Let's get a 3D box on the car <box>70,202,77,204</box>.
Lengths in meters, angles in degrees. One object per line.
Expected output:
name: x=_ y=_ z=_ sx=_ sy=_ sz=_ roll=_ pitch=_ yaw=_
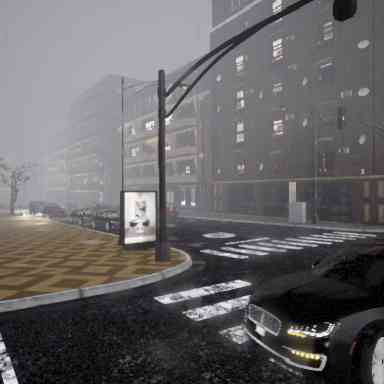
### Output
car: x=-21.585 y=2.423 z=59.647 sx=1.802 sy=1.307 sz=4.206 roll=-2 pitch=0 yaw=-36

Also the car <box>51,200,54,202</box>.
car: x=-25.430 y=2.469 z=60.555 sx=1.994 sy=1.385 sz=4.181 roll=-1 pitch=-1 yaw=-36

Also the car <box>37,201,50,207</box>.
car: x=-34.647 y=2.735 z=77.692 sx=1.947 sy=1.339 sz=4.313 roll=-2 pitch=0 yaw=-36

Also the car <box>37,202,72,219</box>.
car: x=-14.964 y=2.115 z=36.064 sx=1.887 sy=1.381 sz=4.507 roll=-2 pitch=0 yaw=-36

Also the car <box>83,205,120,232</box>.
car: x=-5.619 y=1.888 z=23.078 sx=2.008 sy=1.369 sz=4.403 roll=-2 pitch=0 yaw=-36

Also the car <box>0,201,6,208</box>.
car: x=-44.702 y=2.861 z=77.290 sx=1.887 sy=1.381 sz=4.507 roll=-2 pitch=0 yaw=-36

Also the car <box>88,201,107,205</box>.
car: x=-11.252 y=2.114 z=40.973 sx=1.994 sy=1.385 sz=4.181 roll=-1 pitch=-1 yaw=-36

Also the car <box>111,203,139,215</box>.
car: x=-8.459 y=2.096 z=41.648 sx=1.802 sy=1.307 sz=4.206 roll=-2 pitch=0 yaw=-36

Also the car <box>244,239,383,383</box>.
car: x=3.148 y=1.505 z=5.025 sx=4.892 sy=1.490 sz=1.837 roll=0 pitch=-2 yaw=-20

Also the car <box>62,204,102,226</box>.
car: x=-8.885 y=1.969 z=27.589 sx=2.008 sy=1.369 sz=4.403 roll=-2 pitch=0 yaw=-36

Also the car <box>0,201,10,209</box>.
car: x=-38.171 y=2.703 z=68.267 sx=2.008 sy=1.369 sz=4.403 roll=-2 pitch=0 yaw=-36

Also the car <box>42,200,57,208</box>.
car: x=-31.385 y=2.527 z=73.180 sx=1.967 sy=1.590 sz=4.097 roll=-2 pitch=0 yaw=-36

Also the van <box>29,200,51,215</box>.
van: x=-19.884 y=2.034 z=42.950 sx=1.690 sy=1.788 sz=3.998 roll=-2 pitch=0 yaw=-36

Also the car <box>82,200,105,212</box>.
car: x=-15.054 y=2.118 z=50.627 sx=1.967 sy=1.590 sz=4.097 roll=-2 pitch=0 yaw=-36

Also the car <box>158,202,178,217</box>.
car: x=-3.201 y=1.824 z=34.466 sx=1.967 sy=1.590 sz=4.097 roll=-2 pitch=0 yaw=-36

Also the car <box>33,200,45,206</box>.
car: x=-37.913 y=2.796 z=82.203 sx=1.887 sy=1.381 sz=4.507 roll=-2 pitch=0 yaw=-36
